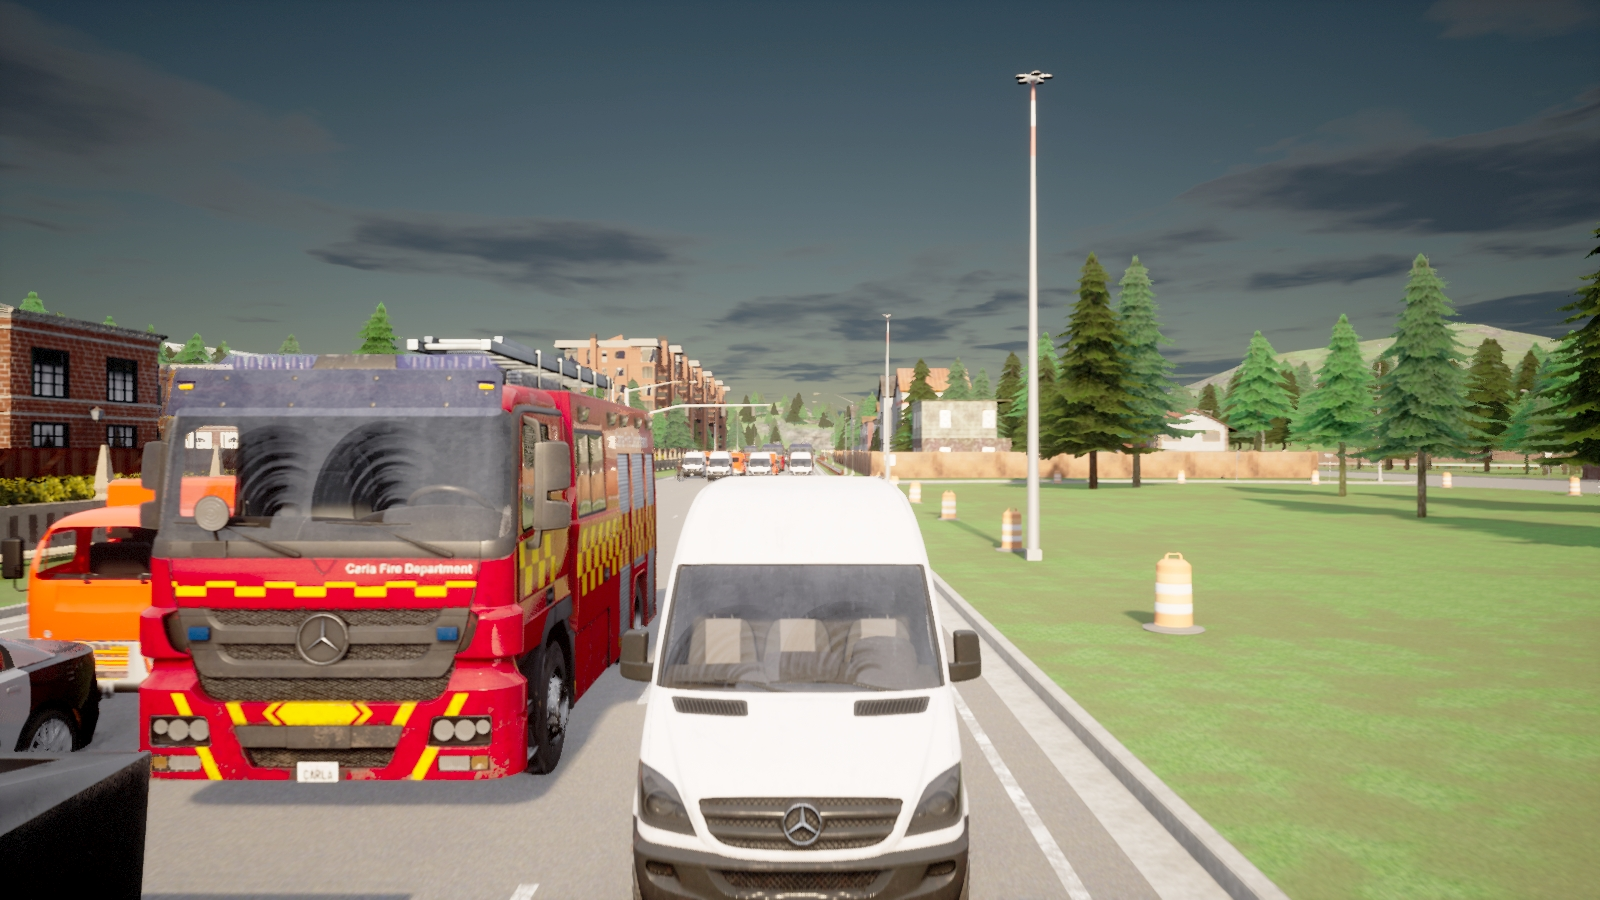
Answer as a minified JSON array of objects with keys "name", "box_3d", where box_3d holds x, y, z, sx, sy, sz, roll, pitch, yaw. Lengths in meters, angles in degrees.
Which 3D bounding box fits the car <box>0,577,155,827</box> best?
[{"name":"car","box_3d":[-6.992,1.979,7.905,2.097,1.638,5.238,0,0,0]}]

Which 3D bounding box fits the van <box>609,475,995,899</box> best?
[{"name":"van","box_3d":[0.013,1.531,8.838,1.988,2.561,5.915,0,0,0]}]

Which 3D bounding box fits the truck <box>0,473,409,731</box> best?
[{"name":"truck","box_3d":[-6.987,1.562,13.990,2.627,2.467,5.204,0,0,0]}]

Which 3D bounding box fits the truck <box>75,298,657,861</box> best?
[{"name":"truck","box_3d":[-3.484,0.886,12.011,2.891,3.827,8.468,0,0,0]}]

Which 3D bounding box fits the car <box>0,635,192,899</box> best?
[{"name":"car","box_3d":[-3.497,1.752,1.186,2.390,2.098,6.274,0,0,0]}]
